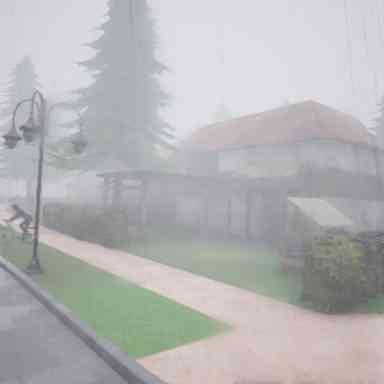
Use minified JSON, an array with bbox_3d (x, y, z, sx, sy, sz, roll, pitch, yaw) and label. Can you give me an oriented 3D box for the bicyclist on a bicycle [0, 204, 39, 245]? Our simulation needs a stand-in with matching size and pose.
[{"bbox_3d":[-7.010,1.310,13.425,1.656,1.620,0.582,4,-2,-40],"label":"bicyclist on a bicycle"}]
